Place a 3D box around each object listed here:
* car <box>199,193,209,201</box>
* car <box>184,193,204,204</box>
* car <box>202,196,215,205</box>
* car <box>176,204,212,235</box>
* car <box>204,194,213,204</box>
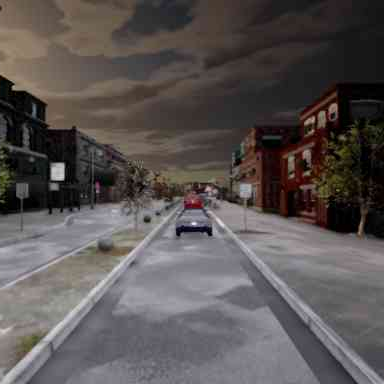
[{"bbox_3d":[3.019,1.299,85.108,2.435,2.045,5.566,0,0,0],"label":"car"},{"bbox_3d":[0.110,1.283,42.519,2.150,2.045,5.566,0,0,0],"label":"car"},{"bbox_3d":[3.013,1.558,63.110,2.231,1.521,4.892,0,0,0],"label":"car"},{"bbox_3d":[0.106,1.580,18.925,1.994,1.385,4.181,0,0,0],"label":"car"},{"bbox_3d":[3.011,1.557,57.462,2.231,1.521,4.892,0,0,0],"label":"car"}]
